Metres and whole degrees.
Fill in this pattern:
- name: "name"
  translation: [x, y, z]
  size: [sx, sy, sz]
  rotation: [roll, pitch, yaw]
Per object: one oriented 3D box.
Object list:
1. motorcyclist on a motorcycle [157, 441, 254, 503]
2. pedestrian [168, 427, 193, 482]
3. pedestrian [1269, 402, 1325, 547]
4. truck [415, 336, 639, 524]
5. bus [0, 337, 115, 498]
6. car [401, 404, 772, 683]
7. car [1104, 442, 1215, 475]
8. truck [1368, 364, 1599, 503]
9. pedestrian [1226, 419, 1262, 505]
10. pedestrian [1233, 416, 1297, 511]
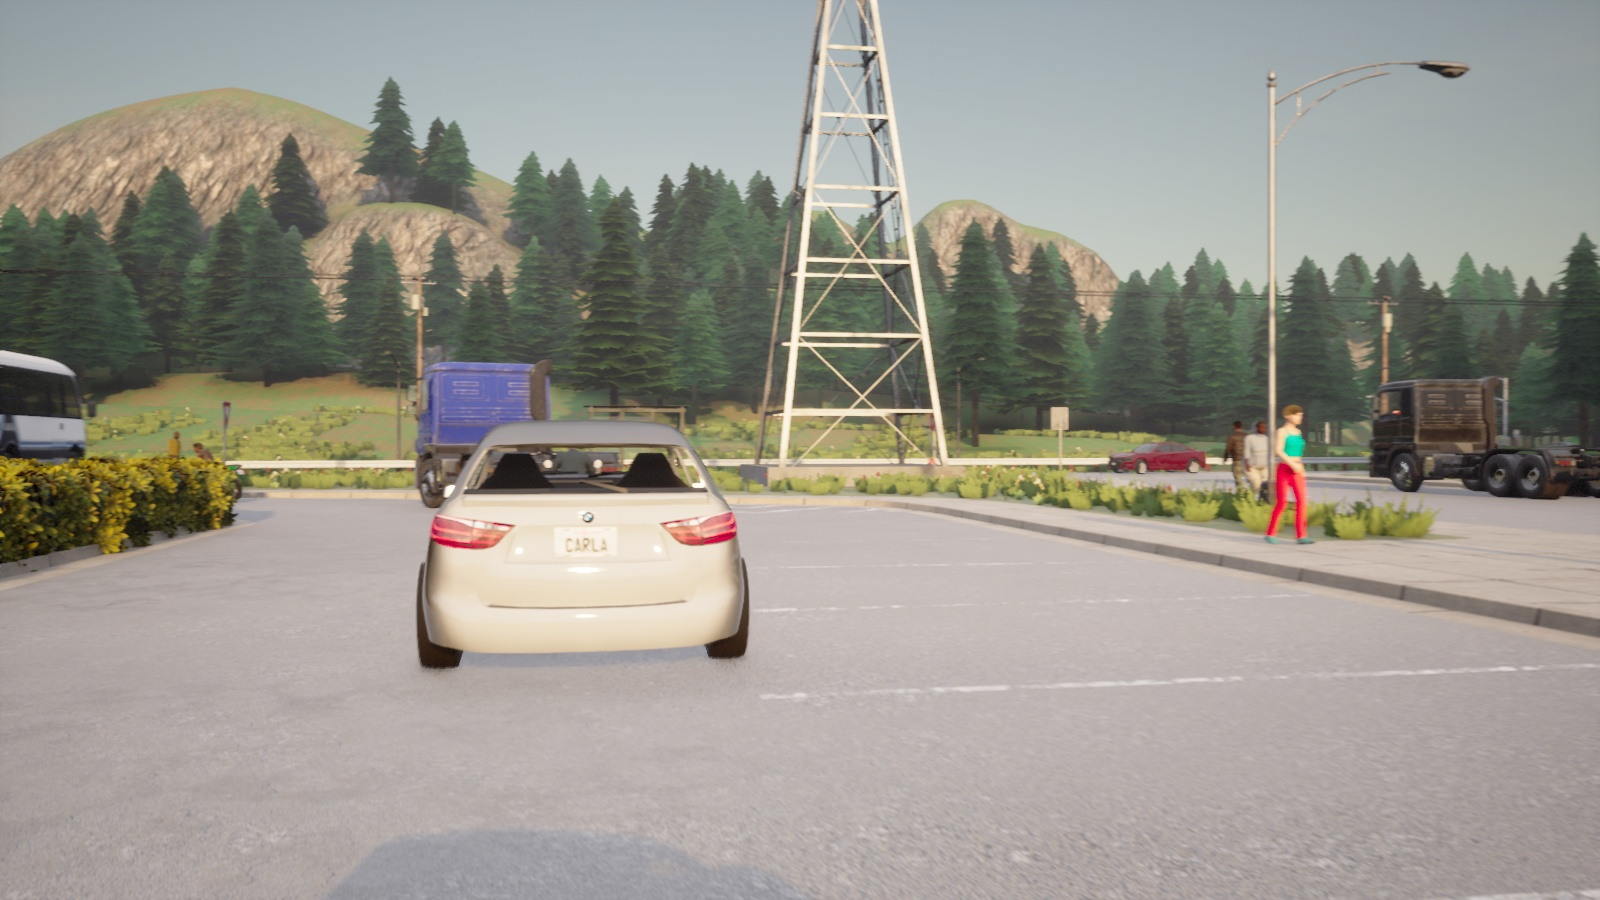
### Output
- name: "motorcyclist on a motorcycle"
  translation: [-14.842, 0.547, 31.396]
  size: [2.044, 1.523, 0.797]
  rotation: [0, 0, 1]
- name: "pedestrian"
  translation: [-21.117, 0.154, 42.782]
  size: [0.726, 1.835, 0.370]
  rotation: [0, 0, 24]
- name: "pedestrian"
  translation: [6.431, 0.313, 16.256]
  size: [0.345, 1.836, 0.594]
  rotation: [0, 0, -24]
- name: "truck"
  translation: [-6.195, -0.391, 27.327]
  size: [2.891, 3.462, 7.936]
  rotation: [0, 0, -27]
- name: "bus"
  translation: [-24.218, -0.849, 37.558]
  size: [3.944, 4.253, 10.273]
  rotation: [-1, 0, -14]
- name: "car"
  translation: [-1.703, 0.536, 9.955]
  size: [2.242, 1.667, 4.611]
  rotation: [0, 1, -11]
- name: "car"
  translation: [17.013, 0.396, 59.462]
  size: [5.008, 1.535, 1.882]
  rotation: [0, 0, -24]
- name: "truck"
  translation: [19.801, -0.427, 35.372]
  size: [2.891, 3.462, 7.936]
  rotation: [0, 0, -11]
- name: "pedestrian"
  translation: [9.590, 0.253, 27.116]
  size: [0.431, 1.840, 0.703]
  rotation: [0, 0, -10]
- name: "pedestrian"
  translation: [9.262, 0.264, 25.038]
  size: [0.874, 1.855, 0.900]
  rotation: [0, 0, -9]
